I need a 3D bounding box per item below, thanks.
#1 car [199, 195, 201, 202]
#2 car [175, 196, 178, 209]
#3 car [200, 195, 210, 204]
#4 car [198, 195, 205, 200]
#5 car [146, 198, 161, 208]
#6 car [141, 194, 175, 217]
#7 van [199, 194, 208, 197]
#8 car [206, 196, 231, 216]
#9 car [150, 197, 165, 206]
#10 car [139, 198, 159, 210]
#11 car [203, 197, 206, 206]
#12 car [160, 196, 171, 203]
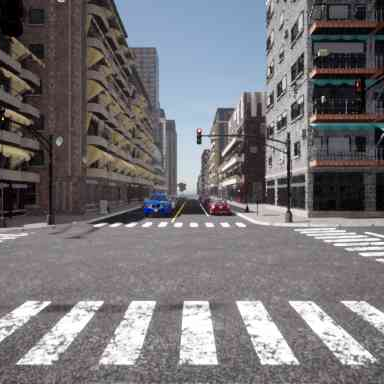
[{"bbox_3d":[2.715,1.600,60.712,1.802,1.307,4.206,0,0,0],"label":"car"},{"bbox_3d":[-3.085,1.535,40.988,1.812,1.442,4.674,0,0,1],"label":"car"},{"bbox_3d":[2.713,1.597,55.178,1.802,1.307,4.206,0,0,0],"label":"car"},{"bbox_3d":[2.727,1.587,93.917,1.887,1.381,4.507,0,0,0],"label":"car"},{"bbox_3d":[-5.669,1.594,49.647,1.802,1.307,4.206,0,0,0],"label":"car"},{"bbox_3d":[-3.087,1.228,31.190,2.150,2.045,5.566,0,0,0],"label":"car"},{"bbox_3d":[2.718,1.362,66.247,1.690,1.788,3.998,0,0,0],"label":"van"},{"bbox_3d":[2.705,1.447,33.041,1.967,1.590,4.097,0,0,0],"label":"car"},{"bbox_3d":[-5.667,1.581,55.182,1.947,1.339,4.313,0,0,0],"label":"car"},{"bbox_3d":[-5.672,1.561,44.113,2.008,1.369,4.403,0,0,0],"label":"car"},{"bbox_3d":[2.707,1.559,38.575,2.008,1.369,4.403,0,0,0],"label":"car"},{"bbox_3d":[-5.661,1.570,71.784,1.887,1.381,4.507,0,0,0],"label":"car"}]
